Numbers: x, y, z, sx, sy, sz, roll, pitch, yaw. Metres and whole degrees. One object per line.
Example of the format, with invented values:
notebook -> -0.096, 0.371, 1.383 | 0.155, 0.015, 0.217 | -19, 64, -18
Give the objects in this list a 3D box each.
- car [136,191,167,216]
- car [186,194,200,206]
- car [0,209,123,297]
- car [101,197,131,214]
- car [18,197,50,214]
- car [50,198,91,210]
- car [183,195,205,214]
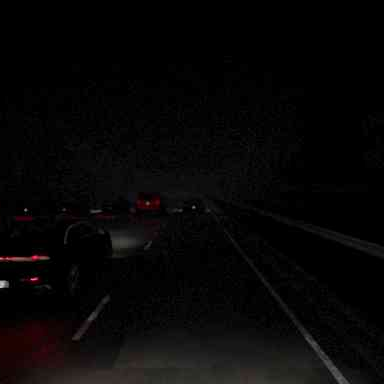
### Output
car -> -3.450, 0.946, 28.745 | 2.150, 2.045, 5.566 | 0, 1, 0
car -> 0.160, 1.085, 45.649 | 1.812, 1.442, 4.674 | 0, 1, 0
car -> -3.388, 1.409, 8.345 | 2.128, 1.511, 4.902 | 0, 0, 0
car -> -6.926, 1.179, 30.823 | 1.882, 1.535, 5.008 | 0, 1, 1
car -> -13.932, 1.213, 30.342 | 1.837, 1.490, 4.892 | 0, 1, 1
car -> -10.444, 1.240, 29.504 | 1.812, 1.442, 4.674 | 0, 1, 0
car -> 0.148, 1.266, 30.843 | 1.994, 1.385, 4.181 | 0, 1, 0
